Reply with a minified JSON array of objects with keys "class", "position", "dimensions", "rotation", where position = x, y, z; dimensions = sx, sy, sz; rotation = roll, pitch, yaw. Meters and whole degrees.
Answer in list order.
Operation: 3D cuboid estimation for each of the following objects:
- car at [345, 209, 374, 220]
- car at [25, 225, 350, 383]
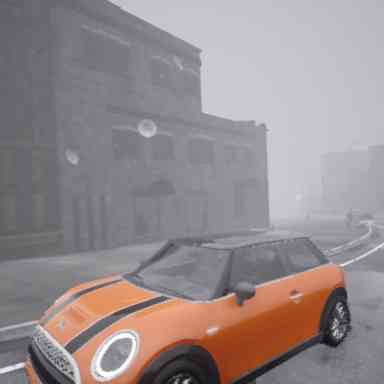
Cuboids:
[{"class":"car","position":[21.186,2.868,42.303],"dimensions":[2.033,1.411,5.357],"rotation":[-2,-3,7]},{"class":"car","position":[0.271,1.388,4.627],"dimensions":[4.553,1.767,2.097],"rotation":[0,-1,-40]}]
